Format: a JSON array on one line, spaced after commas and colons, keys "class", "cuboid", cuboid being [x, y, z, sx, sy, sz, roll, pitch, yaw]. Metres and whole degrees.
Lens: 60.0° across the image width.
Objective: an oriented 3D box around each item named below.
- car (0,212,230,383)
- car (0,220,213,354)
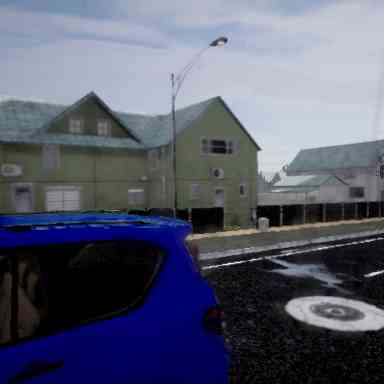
[{"class": "car", "cuboid": [-2.283, 1.222, 2.057, 5.566, 2.045, 2.150, 0, 0, -36]}, {"class": "car", "cuboid": [-2.152, 1.477, 6.142, 5.008, 1.535, 1.882, 0, 0, -36]}]
